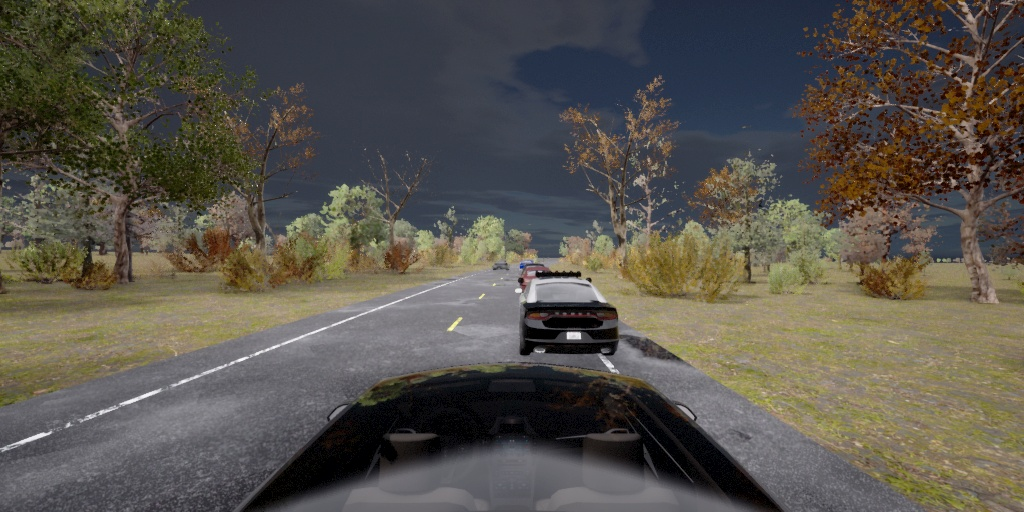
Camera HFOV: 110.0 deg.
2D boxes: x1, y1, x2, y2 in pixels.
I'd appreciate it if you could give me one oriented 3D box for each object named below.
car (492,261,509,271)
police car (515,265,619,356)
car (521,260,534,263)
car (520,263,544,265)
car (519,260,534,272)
[{"bbox_3d":[-1.522,1.395,49.284,1.994,1.385,4.181,0,0,5],"label":"car"},{"bbox_3d":[1.107,1.177,8.790,1.930,1.638,5.238,0,0,1],"label":"police car"},{"bbox_3d":[1.533,1.266,24.603,1.837,1.490,4.892,0,0,2],"label":"car"},{"bbox_3d":[1.325,1.281,18.633,1.812,1.442,4.674,0,0,2],"label":"car"},{"bbox_3d":[2.110,1.313,50.351,1.882,1.535,5.008,0,0,5],"label":"car"}]
